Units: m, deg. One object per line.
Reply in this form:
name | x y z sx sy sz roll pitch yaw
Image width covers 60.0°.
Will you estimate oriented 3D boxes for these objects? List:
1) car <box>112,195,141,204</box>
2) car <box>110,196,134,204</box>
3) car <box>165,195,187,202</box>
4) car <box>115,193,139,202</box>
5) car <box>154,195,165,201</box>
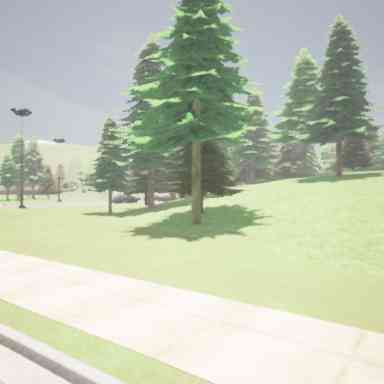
car | -11.248 1.342 58.959 1.837 1.490 4.892 0 1 37
car | -13.063 1.385 62.424 1.994 1.385 4.181 0 0 37
car | -2.987 1.350 70.300 1.812 1.442 4.674 0 0 36
car | -13.215 1.161 68.094 2.097 1.767 4.553 0 0 37
car | -5.568 1.365 72.701 1.994 1.385 4.181 0 0 36
